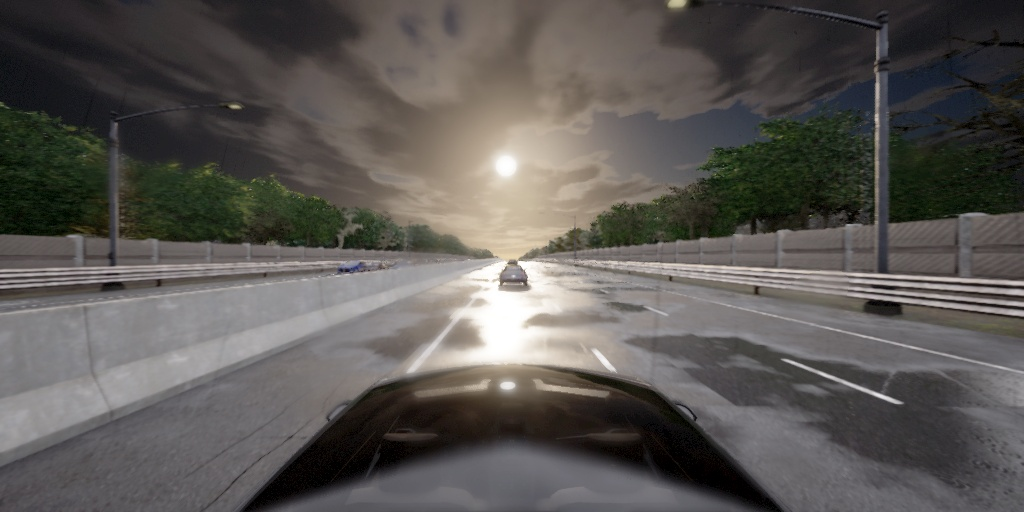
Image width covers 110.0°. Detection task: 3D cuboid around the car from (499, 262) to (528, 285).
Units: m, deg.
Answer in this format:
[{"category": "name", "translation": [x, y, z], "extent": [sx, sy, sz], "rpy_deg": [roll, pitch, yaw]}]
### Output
[{"category": "car", "translation": [0.110, 1.326, 25.860], "extent": [1.994, 1.385, 4.181], "rpy_deg": [0, 0, 0]}]

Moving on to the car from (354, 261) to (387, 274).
[{"category": "car", "translation": [-14.061, 1.336, 36.732], "extent": [1.994, 1.385, 4.181], "rpy_deg": [0, 0, 0]}]

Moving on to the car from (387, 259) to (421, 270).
[{"category": "car", "translation": [-10.564, 1.124, 36.172], "extent": [2.097, 1.767, 4.553], "rpy_deg": [0, 0, 0]}]

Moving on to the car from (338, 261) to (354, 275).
[{"category": "car", "translation": [-17.546, 1.254, 39.987], "extent": [1.882, 1.535, 5.008], "rpy_deg": [0, 0, 0]}]
